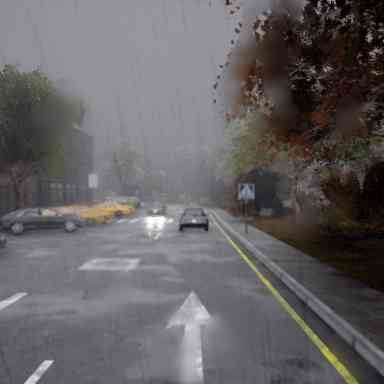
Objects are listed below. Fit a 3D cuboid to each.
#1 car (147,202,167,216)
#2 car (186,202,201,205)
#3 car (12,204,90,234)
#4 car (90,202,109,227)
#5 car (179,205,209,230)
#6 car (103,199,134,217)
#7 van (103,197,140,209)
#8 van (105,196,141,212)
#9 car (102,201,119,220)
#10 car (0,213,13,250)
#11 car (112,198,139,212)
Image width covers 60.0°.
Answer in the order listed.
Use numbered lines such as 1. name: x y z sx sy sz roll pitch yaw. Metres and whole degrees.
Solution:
1. car: -3.893 1.865 37.701 2.128 1.511 4.902 0 0 0
2. car: 0.179 1.930 41.780 1.994 1.385 4.181 0 0 -1
3. car: -9.138 1.704 20.659 4.892 1.521 2.231 -1 -1 -20
4. car: -8.950 1.731 23.723 5.366 1.575 1.946 -1 -1 -20
5. car: 0.131 1.807 22.990 1.994 1.385 4.181 0 -1 0
6. car: -9.298 1.857 35.610 5.366 1.575 1.946 -1 0 -20
7. van: -9.268 1.628 41.625 4.442 1.987 1.878 -1 0 -20
8. van: -9.285 1.622 44.626 4.442 1.987 1.878 -1 0 -20
9. car: -8.947 1.764 26.724 5.366 1.575 1.946 -1 -1 -20
10. car: -9.162 1.646 11.658 4.674 1.452 2.002 -1 -1 -20
11. car: -9.146 1.859 38.678 5.008 1.535 2.097 -1 0 -20
